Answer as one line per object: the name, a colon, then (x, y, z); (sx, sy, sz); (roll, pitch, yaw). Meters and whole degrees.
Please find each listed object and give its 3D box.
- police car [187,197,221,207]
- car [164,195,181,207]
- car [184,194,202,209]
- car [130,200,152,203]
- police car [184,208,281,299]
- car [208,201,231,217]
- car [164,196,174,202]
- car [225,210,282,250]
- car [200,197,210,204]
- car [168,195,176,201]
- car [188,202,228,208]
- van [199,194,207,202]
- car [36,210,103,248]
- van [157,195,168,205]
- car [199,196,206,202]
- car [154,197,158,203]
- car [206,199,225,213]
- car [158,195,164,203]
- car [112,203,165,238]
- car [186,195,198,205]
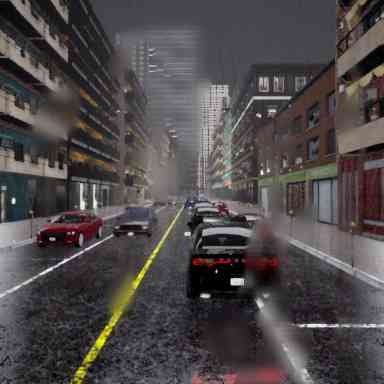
police car: (0.831, 1.436, 24.630); (1.930, 1.638, 5.238); (0, 0, 0)
car: (-2.738, 1.528, 51.713); (2.128, 1.511, 4.902); (0, 0, 0)
car: (0.024, 1.382, 46.106); (2.097, 1.767, 4.553); (0, 0, 0)
car: (-5.301, 1.568, 31.967); (2.008, 1.369, 4.403); (1, 0, 0)
police car: (0.827, 1.427, 8.629); (1.930, 1.638, 5.238); (0, 0, 0)
car: (2.579, 1.599, 31.977); (1.802, 1.307, 4.206); (1, 0, 0)
car: (-5.291, 1.627, 77.486); (1.887, 1.381, 4.507); (0, 0, 0)
car: (2.575, 1.587, 14.907); (1.802, 1.307, 4.206); (1, 0, 0)
car: (2.586, 1.641, 66.114); (1.802, 1.307, 4.206); (0, 0, 0)
car: (-5.288, 1.652, 88.866); (1.887, 1.381, 4.507); (0, 0, 0)
car: (0.829, 1.512, 18.521); (1.837, 1.490, 4.892); (0, 0, 0)
van: (2.591, 1.423, 77.494); (1.690, 1.788, 3.998); (0, 0, 0)
car: (-5.304, 1.550, 14.897); (1.887, 1.381, 4.507); (1, 0, 0)
van: (-5.293, 1.391, 60.416); (1.690, 1.788, 3.998); (1, 0, 0)
car: (2.591, 1.620, 83.353); (1.752, 1.417, 4.829); (0, 0, 0)
car: (-5.299, 1.547, 37.488); (1.752, 1.417, 4.829); (1, 0, 0)
car: (2.581, 1.567, 37.667); (1.887, 1.381, 4.507); (1, 0, 0)
car: (-5.296, 1.586, 54.727); (1.887, 1.381, 4.507); (1, 0, 0)
car: (-2.846, 1.554, 18.071); (2.033, 1.411, 5.357); (0, 0, 0)
car: (0.014, 1.400, 59.545); (2.097, 1.767, 4.553); (0, 0, 0)
